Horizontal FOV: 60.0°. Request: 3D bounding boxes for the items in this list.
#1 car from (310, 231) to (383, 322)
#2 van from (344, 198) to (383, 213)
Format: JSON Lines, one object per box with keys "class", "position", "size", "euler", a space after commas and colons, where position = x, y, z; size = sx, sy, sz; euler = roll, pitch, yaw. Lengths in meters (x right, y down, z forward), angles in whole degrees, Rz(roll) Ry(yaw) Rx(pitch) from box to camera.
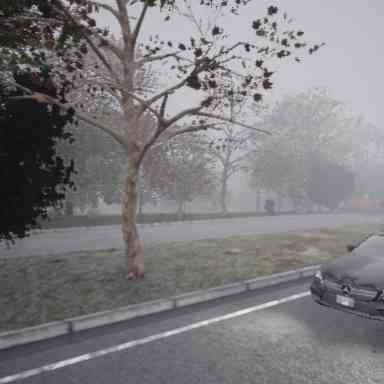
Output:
{"class": "car", "position": [4.418, 1.533, 6.838], "size": [4.674, 1.442, 1.812], "euler": [0, 0, -36]}
{"class": "van", "position": [22.706, 1.791, 44.682], "size": [1.878, 1.987, 4.442], "euler": [2, -1, -35]}
